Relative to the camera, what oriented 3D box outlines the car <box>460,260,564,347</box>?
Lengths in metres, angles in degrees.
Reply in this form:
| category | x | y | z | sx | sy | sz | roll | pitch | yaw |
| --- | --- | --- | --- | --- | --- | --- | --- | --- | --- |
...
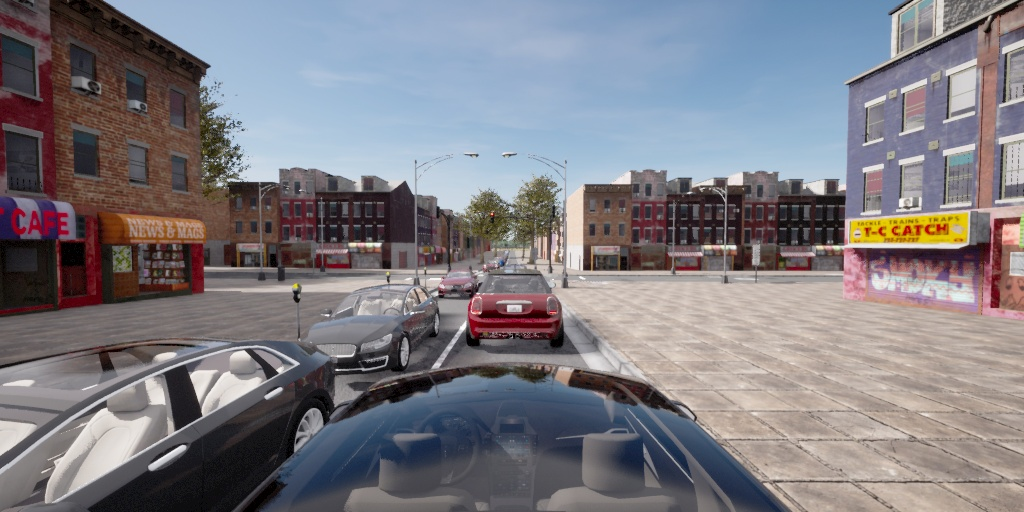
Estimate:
| category | x | y | z | sx | sy | sz | roll | pitch | yaw |
| --- | --- | --- | --- | --- | --- | --- | --- | --- | --- |
| car | 0.110 | 1.099 | 9.501 | 2.097 | 1.767 | 4.553 | 0 | 0 | 2 |

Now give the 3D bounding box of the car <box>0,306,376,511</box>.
| category | x | y | z | sx | sy | sz | roll | pitch | yaw |
| --- | --- | --- | --- | --- | --- | --- | --- | --- | --- |
| car | -2.640 | 1.300 | 2.009 | 2.007 | 1.370 | 4.403 | 0 | 0 | 0 |

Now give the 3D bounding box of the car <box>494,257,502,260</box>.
| category | x | y | z | sx | sy | sz | roll | pitch | yaw |
| --- | --- | --- | --- | --- | --- | --- | --- | --- | --- |
| car | -2.568 | 1.233 | 45.127 | 1.967 | 1.591 | 4.097 | 0 | 0 | 0 |

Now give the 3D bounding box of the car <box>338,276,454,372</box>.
| category | x | y | z | sx | sy | sz | roll | pitch | yaw |
| --- | --- | --- | --- | --- | --- | --- | --- | --- | --- |
| car | -2.631 | 1.298 | 7.457 | 2.007 | 1.370 | 4.403 | 0 | 0 | 0 |

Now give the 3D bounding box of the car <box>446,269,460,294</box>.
| category | x | y | z | sx | sy | sz | roll | pitch | yaw |
| --- | --- | --- | --- | --- | --- | --- | --- | --- | --- |
| car | -2.613 | 1.332 | 18.351 | 1.802 | 1.307 | 4.207 | 0 | 0 | 0 |
